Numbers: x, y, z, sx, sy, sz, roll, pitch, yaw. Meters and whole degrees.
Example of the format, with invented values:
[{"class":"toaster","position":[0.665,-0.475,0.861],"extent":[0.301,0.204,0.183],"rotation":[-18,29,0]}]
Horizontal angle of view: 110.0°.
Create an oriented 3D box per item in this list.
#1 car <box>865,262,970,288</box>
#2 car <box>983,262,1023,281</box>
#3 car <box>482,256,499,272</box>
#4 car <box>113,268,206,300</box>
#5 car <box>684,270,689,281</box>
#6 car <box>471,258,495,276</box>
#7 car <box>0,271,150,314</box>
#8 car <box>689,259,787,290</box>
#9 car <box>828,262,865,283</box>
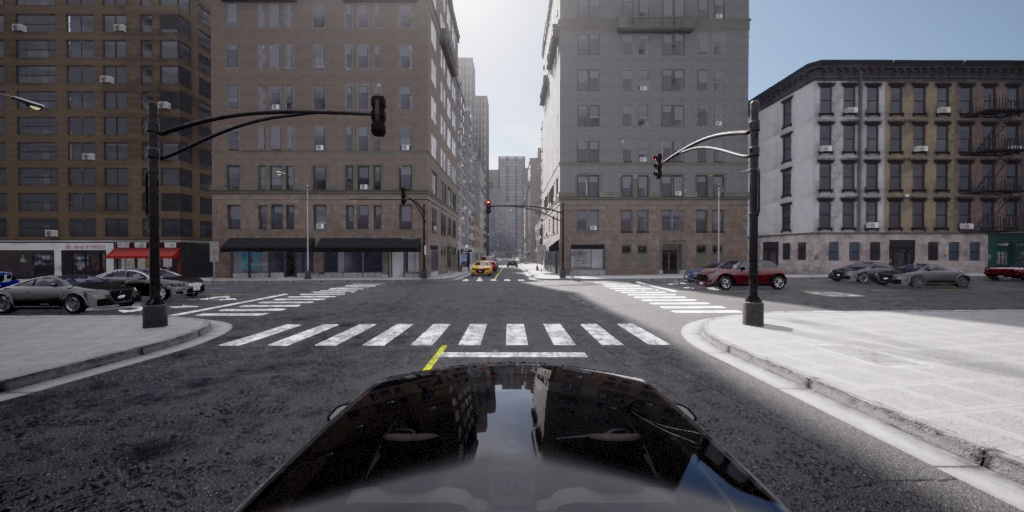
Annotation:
[{"class":"car","position":[24.045,1.134,21.164],"extent":[4.181,1.385,1.994],"rotation":[0,1,0]},{"class":"car","position":[35.524,1.054,24.464],"extent":[4.718,1.301,1.895],"rotation":[0,1,0]},{"class":"car","position":[-3.124,0.984,47.482],"extent":[2.150,2.045,5.566],"rotation":[0,0,0]},{"class":"car","position":[-17.797,1.335,17.510],"extent":[4.902,1.511,2.128],"rotation":[0,1,1]},{"class":"car","position":[14.173,1.127,24.365],"extent":[4.674,1.442,1.812],"rotation":[0,1,0]},{"class":"car","position":[-3.115,1.233,37.526],"extent":[1.882,1.535,5.008],"rotation":[0,0,0]},{"class":"car","position":[-17.527,1.442,14.251],"extent":[4.181,1.385,1.994],"rotation":[0,1,0]},{"class":"car","position":[13.346,0.994,21.089],"extent":[4.553,1.767,2.097],"rotation":[0,1,-1]},{"class":"car","position":[24.193,1.097,24.426],"extent":[4.181,1.385,1.994],"rotation":[0,1,-1]}]
